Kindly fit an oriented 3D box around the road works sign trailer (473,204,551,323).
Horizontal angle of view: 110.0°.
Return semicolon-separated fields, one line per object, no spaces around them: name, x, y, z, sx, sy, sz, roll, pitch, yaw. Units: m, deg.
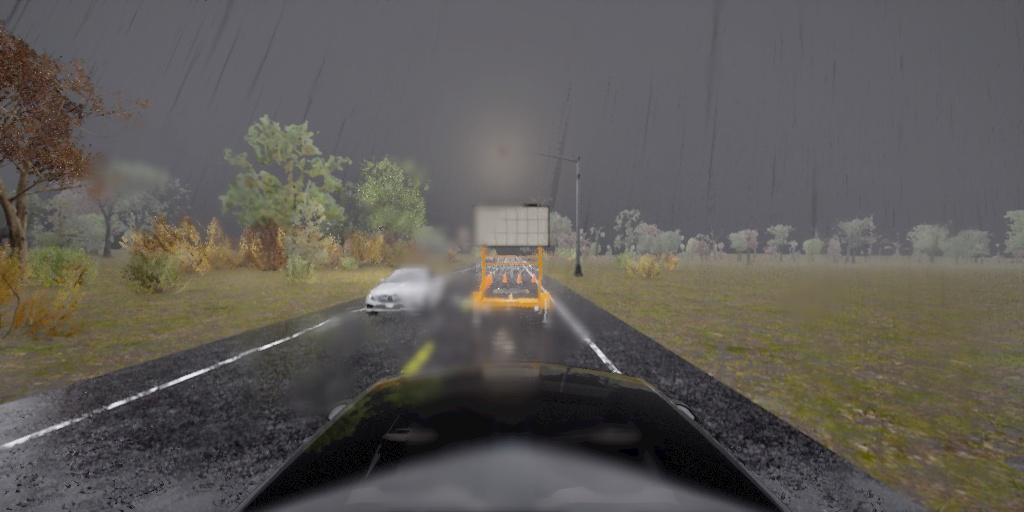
road works sign trailer;0.002;0.117;11.629;2.380;3.560;2.880;0;0;0

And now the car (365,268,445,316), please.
car;-3.597;1.166;12.917;1.812;1.442;4.674;0;1;0

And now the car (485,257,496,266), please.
car;-3.557;0.766;55.945;1.812;1.442;4.674;0;0;0
